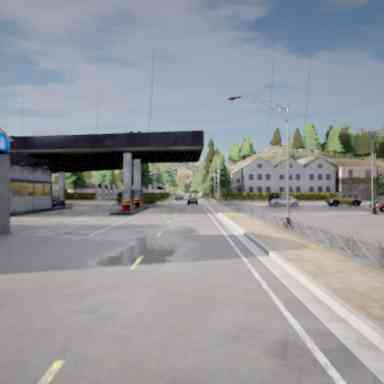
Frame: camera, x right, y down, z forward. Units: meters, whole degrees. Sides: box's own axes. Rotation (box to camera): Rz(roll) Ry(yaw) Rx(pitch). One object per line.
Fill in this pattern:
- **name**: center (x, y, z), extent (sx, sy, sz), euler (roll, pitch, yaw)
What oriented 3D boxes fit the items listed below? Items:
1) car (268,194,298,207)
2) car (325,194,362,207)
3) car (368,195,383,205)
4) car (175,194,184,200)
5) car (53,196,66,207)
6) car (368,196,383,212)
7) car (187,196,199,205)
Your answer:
- **car**: center (12.695, 1.362, 46.349), extent (3.806, 1.475, 1.970), euler (0, 0, 0)
- **car**: center (21.174, 1.098, 46.435), extent (4.605, 1.855, 1.932), euler (0, 0, 0)
- **car**: center (31.145, 1.298, 53.433), extent (4.514, 1.523, 2.007), euler (0, 0, 0)
- **car**: center (-3.479, 1.358, 90.083), extent (2.097, 1.767, 4.553), euler (0, 0, 0)
- **car**: center (-20.716, 1.482, 50.029), extent (2.242, 1.667, 4.611), euler (0, 0, 0)
- **car**: center (20.534, 1.298, 33.975), extent (4.514, 1.523, 2.007), euler (0, 0, 0)
- **car**: center (0.114, 1.493, 59.454), extent (2.128, 1.511, 4.902), euler (0, 0, 0)
